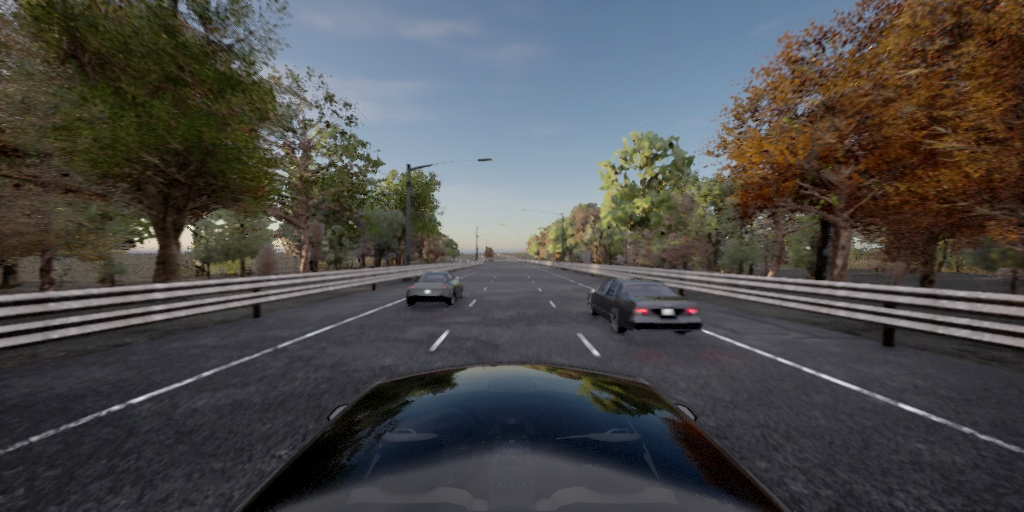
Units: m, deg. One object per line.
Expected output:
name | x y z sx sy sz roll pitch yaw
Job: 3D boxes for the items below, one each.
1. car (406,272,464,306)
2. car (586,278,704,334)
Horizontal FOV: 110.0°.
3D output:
car | -3.396 1.412 16.439 1.994 1.385 4.181 0 0 0
car | 3.604 1.357 10.804 2.033 1.411 5.357 0 0 0
